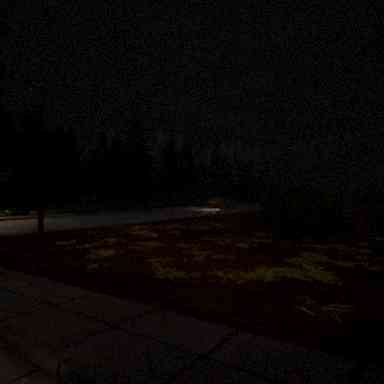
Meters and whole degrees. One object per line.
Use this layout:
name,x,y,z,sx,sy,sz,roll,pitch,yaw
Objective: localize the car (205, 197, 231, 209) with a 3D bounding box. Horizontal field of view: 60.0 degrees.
car,3.846,1.556,48.239,1.882,1.535,5.008,0,0,37
